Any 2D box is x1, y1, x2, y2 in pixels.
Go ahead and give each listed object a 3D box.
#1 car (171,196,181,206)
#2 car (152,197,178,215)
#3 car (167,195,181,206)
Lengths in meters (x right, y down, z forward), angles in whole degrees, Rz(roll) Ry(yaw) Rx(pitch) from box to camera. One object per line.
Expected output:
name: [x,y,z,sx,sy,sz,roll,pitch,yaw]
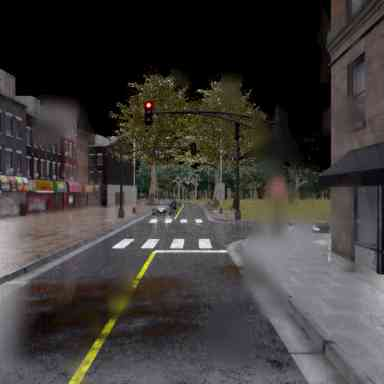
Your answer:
car: [-2.945,1.614,44.568,2.033,1.411,5.357,0,0,0]
car: [-2.919,1.529,34.090,2.128,1.511,4.902,0,0,0]
car: [-2.988,1.451,56.562,2.097,1.767,4.553,0,0,0]
